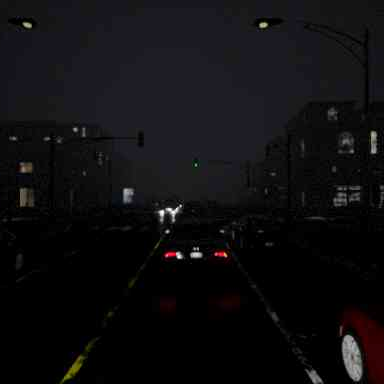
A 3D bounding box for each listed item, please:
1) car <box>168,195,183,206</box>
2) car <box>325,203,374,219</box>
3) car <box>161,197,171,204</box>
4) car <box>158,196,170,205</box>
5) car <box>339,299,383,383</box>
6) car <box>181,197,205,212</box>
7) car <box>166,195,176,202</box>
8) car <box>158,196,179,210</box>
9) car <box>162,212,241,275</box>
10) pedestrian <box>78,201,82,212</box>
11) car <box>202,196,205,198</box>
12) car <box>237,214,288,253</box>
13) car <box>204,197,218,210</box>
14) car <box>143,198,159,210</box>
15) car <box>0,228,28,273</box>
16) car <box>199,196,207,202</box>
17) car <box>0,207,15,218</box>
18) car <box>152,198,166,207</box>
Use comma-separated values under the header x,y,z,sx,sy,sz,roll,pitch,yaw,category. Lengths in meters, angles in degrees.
x,y,z,sx,sy,sz,roll,pitch,yaw,category
-3.071,1.723,55.618,2.128,1.511,4.902,0,0,0,car
14.808,1.779,31.403,4.181,1.385,1.994,0,-1,1,car
-5.694,1.834,73.668,1.752,1.417,4.829,0,0,0,car
-5.693,1.726,68.316,1.967,1.590,4.097,0,0,0,car
2.694,1.555,2.442,1.887,1.381,4.507,0,0,0,car
0.097,1.619,34.220,1.882,1.535,5.008,0,0,0,car
-5.694,1.698,90.405,2.192,1.841,5.009,0,0,0,car
-3.113,1.713,45.266,1.812,1.442,4.674,0,0,1,car
0.098,1.591,10.595,2.033,1.411,5.357,0,0,0,car
-12.555,1.565,37.360,0.375,1.300,0.375,0,-1,1,pedestrian
2.688,1.820,57.258,1.802,1.307,4.206,0,0,0,car
2.693,1.608,13.826,2.008,1.369,4.403,0,0,0,car
2.689,1.758,46.216,1.947,1.339,4.313,0,0,0,car
-5.691,1.774,46.228,1.802,1.307,4.206,0,0,0,car
-5.687,1.585,8.150,2.008,1.369,4.403,0,0,0,car
2.686,1.798,84.868,1.967,1.590,4.097,0,0,0,car
-18.373,1.583,28.713,5.357,1.411,2.033,0,-1,1,car
-5.692,1.789,57.271,2.008,1.369,4.403,0,0,0,car
